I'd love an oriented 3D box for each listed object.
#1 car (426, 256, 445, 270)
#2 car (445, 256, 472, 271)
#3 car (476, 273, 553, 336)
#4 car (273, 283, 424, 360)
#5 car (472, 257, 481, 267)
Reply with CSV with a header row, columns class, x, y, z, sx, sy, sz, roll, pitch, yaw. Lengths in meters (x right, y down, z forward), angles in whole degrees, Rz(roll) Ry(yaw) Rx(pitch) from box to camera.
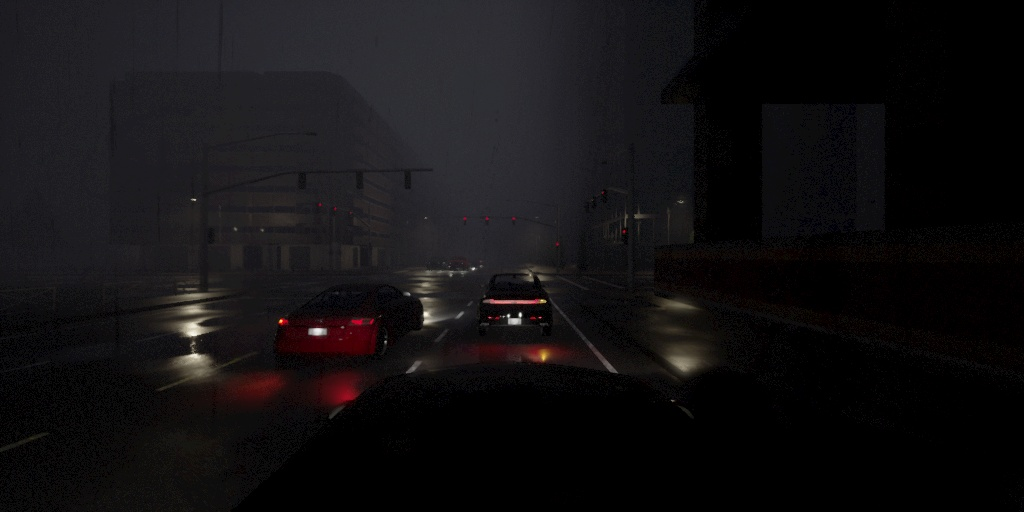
class,x,y,z,sx,sy,sz,roll,pitch,yaw
car,-10.893,0.962,52.243,2.150,2.045,5.566,0,0,0
car,-7.417,0.959,50.303,2.150,2.045,5.566,0,0,1
car,0.072,1.240,10.393,2.128,1.511,4.902,0,0,0
car,-3.439,1.313,8.375,1.994,1.385,4.181,0,0,0
car,-7.195,1.229,63.560,2.128,1.511,4.902,0,0,1
